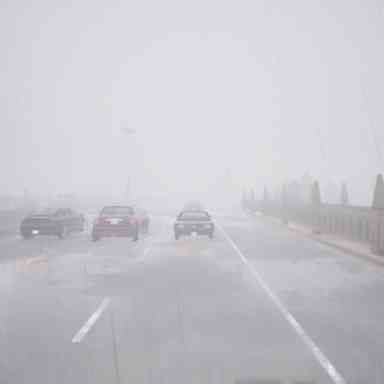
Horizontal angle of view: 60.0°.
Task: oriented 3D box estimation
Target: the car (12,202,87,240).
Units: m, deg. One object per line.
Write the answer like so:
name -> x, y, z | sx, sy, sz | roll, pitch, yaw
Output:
car -> -6.901, 1.506, 17.078 | 1.837, 1.490, 4.892 | 0, 0, 0

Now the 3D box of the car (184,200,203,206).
car -> 0.164, 1.528, 35.198 | 1.812, 1.442, 4.674 | 0, 0, 1

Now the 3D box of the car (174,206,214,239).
car -> 0.098, 1.602, 17.355 | 1.895, 1.301, 4.718 | 0, 0, 0

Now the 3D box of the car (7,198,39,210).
car -> -20.696, 1.494, 40.909 | 2.128, 1.511, 4.902 | 0, 0, 3

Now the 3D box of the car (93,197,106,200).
car -> -13.055, 1.497, 47.310 | 2.128, 1.511, 4.902 | 0, 0, 8

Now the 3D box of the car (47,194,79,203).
car -> -16.955, 1.228, 44.158 | 2.150, 2.045, 5.566 | 0, 0, 6

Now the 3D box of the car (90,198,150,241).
car -> -3.401, 1.353, 16.677 | 2.097, 1.767, 4.553 | 0, 0, 0
